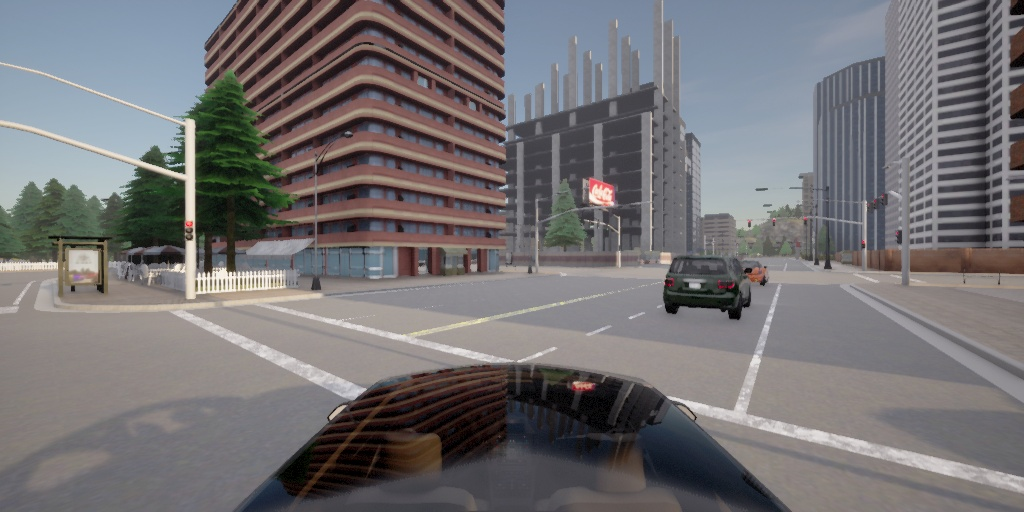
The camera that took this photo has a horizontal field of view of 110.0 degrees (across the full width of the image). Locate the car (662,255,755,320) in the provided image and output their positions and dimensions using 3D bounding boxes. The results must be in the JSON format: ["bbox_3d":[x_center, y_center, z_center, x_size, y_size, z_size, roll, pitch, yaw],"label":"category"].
[{"bbox_3d":[7.125,0.978,12.883,2.150,2.045,5.566,0,0,38],"label":"car"}]

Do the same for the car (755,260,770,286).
[{"bbox_3d":[16.269,1.045,24.697,2.097,1.767,4.553,0,0,38],"label":"car"}]
